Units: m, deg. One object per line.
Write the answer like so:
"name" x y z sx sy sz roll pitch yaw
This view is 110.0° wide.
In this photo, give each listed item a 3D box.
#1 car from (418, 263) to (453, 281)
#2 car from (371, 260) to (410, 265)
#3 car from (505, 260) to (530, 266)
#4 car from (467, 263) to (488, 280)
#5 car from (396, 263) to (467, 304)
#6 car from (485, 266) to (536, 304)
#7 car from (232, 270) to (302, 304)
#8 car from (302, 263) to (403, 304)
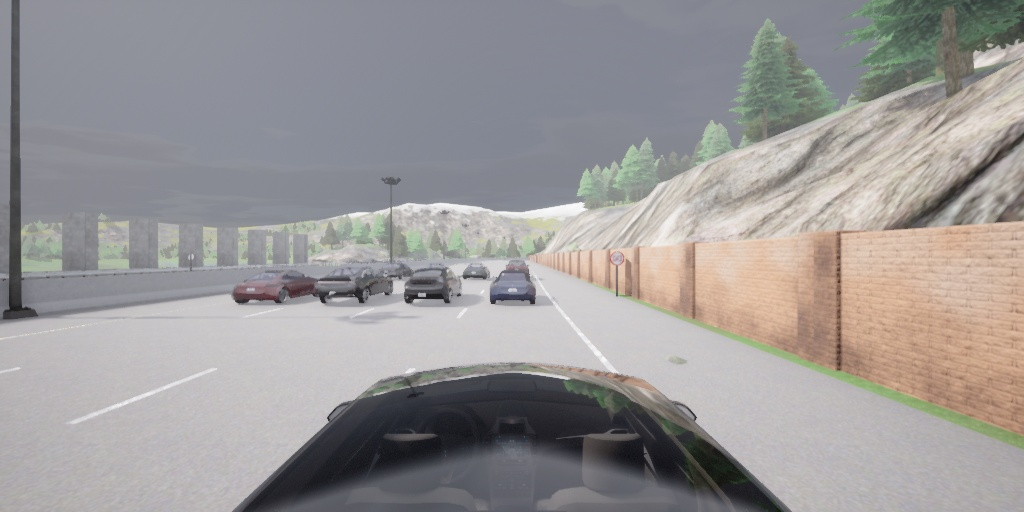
"car" -6.539 1.320 31.175 1.994 1.385 4.181 0 0 2
"car" -10.037 1.310 31.290 2.033 1.411 5.357 0 0 2
"car" 0.456 1.114 30.915 2.097 1.767 4.553 0 0 2
"car" -3.041 1.320 31.060 1.994 1.385 4.181 0 0 2
"car" -3.446 1.263 16.288 1.837 1.490 4.892 0 0 1
"car" 0.054 1.320 16.236 1.994 1.385 4.181 0 0 1
"car" -10.445 1.319 16.391 1.994 1.385 4.181 0 0 1
"car" -6.945 1.242 16.339 2.128 1.511 4.902 0 0 1
